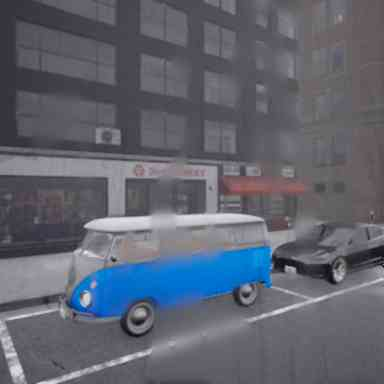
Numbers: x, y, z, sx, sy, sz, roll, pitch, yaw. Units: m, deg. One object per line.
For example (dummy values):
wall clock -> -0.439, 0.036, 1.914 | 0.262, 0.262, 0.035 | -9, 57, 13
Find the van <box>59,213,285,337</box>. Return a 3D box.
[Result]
van -> -0.275, 1.336, 6.330 | 3.998, 1.788, 1.690 | 0, 0, -35

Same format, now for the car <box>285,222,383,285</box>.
car -> 4.226, 1.557, 9.494 | 4.313, 1.339, 1.947 | 0, 0, -35
